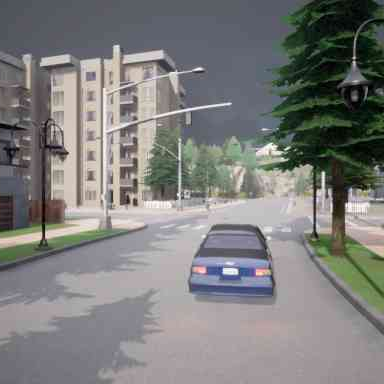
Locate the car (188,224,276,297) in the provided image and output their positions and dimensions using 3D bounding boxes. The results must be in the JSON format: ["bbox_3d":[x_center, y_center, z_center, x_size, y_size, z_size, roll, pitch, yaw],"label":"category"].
[{"bbox_3d":[1.127,1.547,8.766,2.033,1.411,5.357,0,0,9],"label":"car"}]
